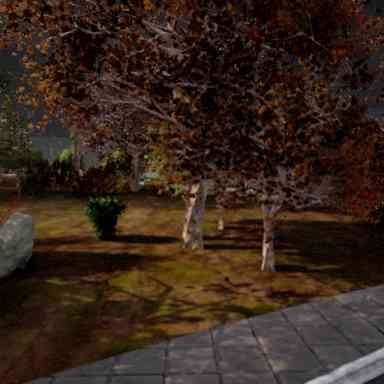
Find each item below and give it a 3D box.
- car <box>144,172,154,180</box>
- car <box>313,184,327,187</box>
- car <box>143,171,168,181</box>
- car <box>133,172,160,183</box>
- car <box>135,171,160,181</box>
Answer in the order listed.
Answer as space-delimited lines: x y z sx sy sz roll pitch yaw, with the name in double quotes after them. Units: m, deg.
-6.051 -2.328 58.129 2.231 1.521 4.892 5 4 39 "car"
21.438 -0.926 52.471 2.185 1.767 4.553 5 4 39 "car"
-8.354 -3.637 76.941 2.435 2.045 5.566 5 4 39 "car"
-8.163 -2.633 59.915 2.185 1.767 4.553 5 4 39 "car"
-10.488 -3.807 78.700 2.435 2.045 5.566 5 4 39 "car"
